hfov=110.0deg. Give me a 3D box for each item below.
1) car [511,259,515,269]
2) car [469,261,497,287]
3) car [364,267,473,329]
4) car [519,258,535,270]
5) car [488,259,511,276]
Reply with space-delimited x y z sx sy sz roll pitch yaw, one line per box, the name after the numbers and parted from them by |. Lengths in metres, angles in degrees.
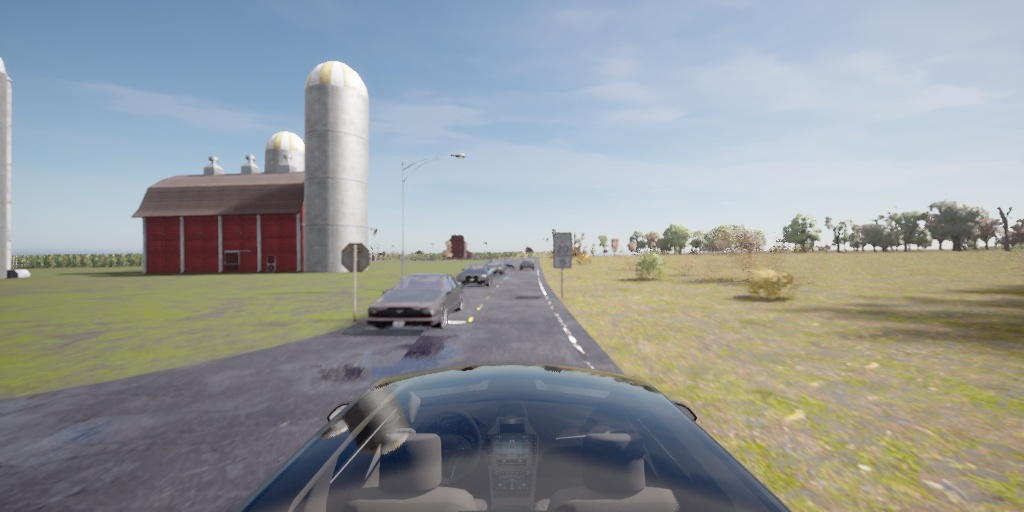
-0.490 1.096 50.824 2.033 1.411 5.357 0 0 4 | car
-2.307 1.212 23.381 1.994 1.385 4.181 0 0 3 | car
-2.696 1.252 11.372 2.033 1.411 5.357 0 0 1 | car
1.965 1.022 46.474 2.128 1.511 4.902 0 0 4 | car
-1.641 1.079 35.142 2.128 1.511 4.902 0 0 4 | car
